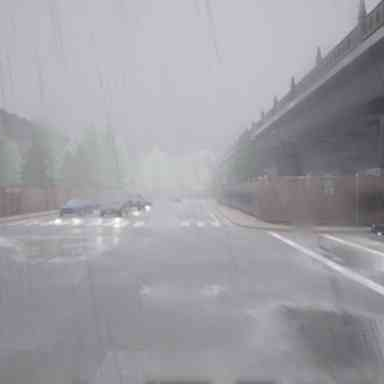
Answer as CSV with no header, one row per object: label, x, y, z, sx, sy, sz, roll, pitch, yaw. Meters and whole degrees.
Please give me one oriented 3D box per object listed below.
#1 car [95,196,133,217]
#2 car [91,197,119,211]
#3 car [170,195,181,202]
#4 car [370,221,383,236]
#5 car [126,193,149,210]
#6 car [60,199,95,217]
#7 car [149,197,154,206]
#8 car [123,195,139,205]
car,-6.938,1.400,30.157,1.837,1.490,4.892,0,0,0
car,-10.439,1.402,40.302,2.033,1.411,5.357,0,0,0
car,-3.339,1.367,68.461,1.994,1.385,4.181,0,0,2
car,11.300,1.550,15.377,5.357,1.411,2.033,0,0,0
car,-6.936,1.091,40.010,2.150,2.045,5.566,0,0,0
car,-10.445,1.359,30.508,1.882,1.535,5.008,0,0,0
car,-6.889,1.408,49.987,1.994,1.385,4.181,0,0,1
car,-10.400,1.319,56.922,1.837,1.490,4.892,0,0,0
